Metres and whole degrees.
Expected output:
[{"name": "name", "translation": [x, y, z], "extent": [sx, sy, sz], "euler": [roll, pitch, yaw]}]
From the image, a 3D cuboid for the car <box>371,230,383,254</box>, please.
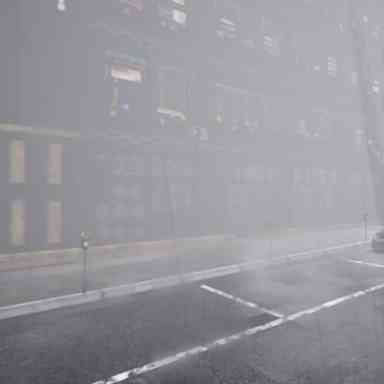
[{"name": "car", "translation": [8.102, 1.507, 11.865], "extent": [4.206, 1.307, 1.802], "euler": [0, 1, -35]}]
